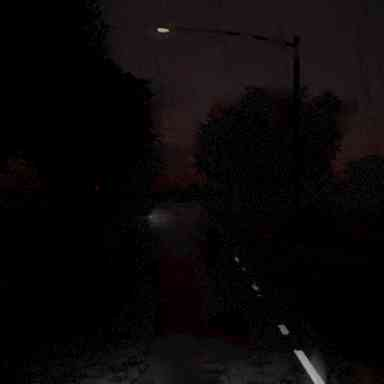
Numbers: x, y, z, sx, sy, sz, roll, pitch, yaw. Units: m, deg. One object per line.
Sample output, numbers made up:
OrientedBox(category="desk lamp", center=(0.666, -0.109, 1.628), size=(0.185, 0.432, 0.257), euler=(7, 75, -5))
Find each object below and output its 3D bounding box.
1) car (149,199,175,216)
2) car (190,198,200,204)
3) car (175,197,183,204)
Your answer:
OrientedBox(category="car", center=(-3.091, 1.619, 33.482), size=(2.033, 1.411, 5.357), euler=(0, 0, 0))
OrientedBox(category="car", center=(1.065, 2.264, 84.370), size=(1.801, 1.575, 5.366), euler=(0, -1, 0))
OrientedBox(category="car", center=(-2.987, 2.008, 74.819), size=(1.837, 1.490, 4.892), euler=(0, -1, 0))
